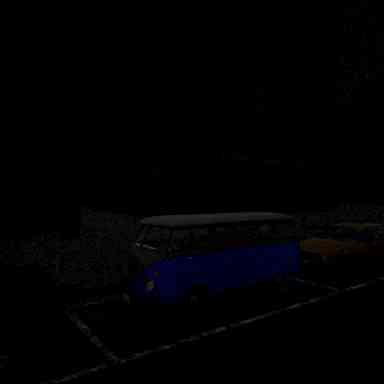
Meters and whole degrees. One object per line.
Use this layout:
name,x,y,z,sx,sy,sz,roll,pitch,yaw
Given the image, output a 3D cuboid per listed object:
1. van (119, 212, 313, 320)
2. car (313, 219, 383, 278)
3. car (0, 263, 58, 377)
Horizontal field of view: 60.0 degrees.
van,0.556,1.341,7.049,3.998,1.788,1.690,0,0,-36
car,4.844,1.526,10.109,4.829,1.417,1.752,0,0,-36
car,-3.870,1.566,3.891,4.313,1.339,1.947,0,0,-36
